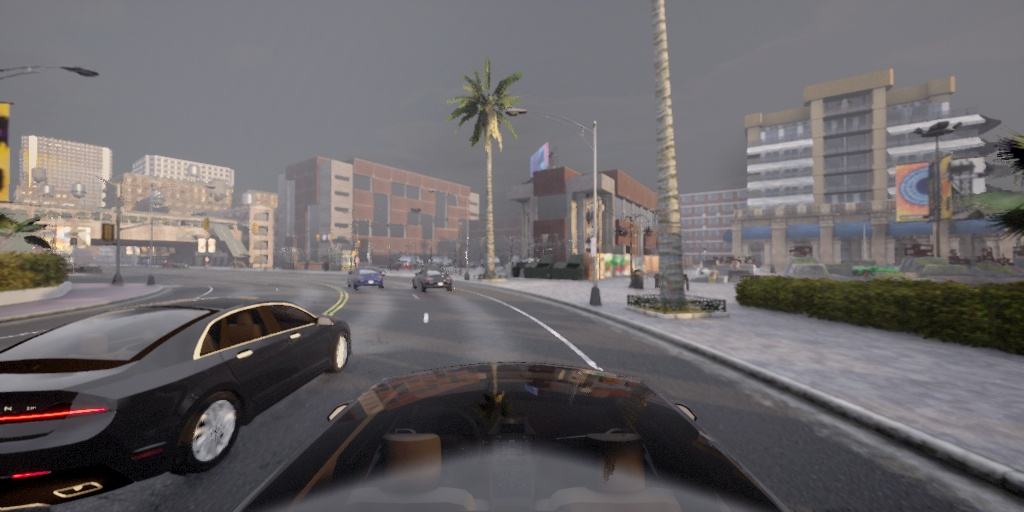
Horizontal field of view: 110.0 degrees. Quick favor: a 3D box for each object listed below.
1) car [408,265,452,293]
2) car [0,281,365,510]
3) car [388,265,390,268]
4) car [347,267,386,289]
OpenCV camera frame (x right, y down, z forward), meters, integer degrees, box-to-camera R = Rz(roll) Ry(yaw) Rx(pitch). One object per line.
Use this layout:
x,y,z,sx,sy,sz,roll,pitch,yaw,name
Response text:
-5.172,1.496,23.052,1.812,1.442,4.674,0,-1,-25,car
-3.804,1.292,4.758,1.837,1.490,4.892,0,0,-3,car
-14.482,1.708,35.788,4.718,1.301,1.895,-1,-1,44,car
-10.252,1.523,24.982,1.812,1.442,4.674,0,-1,-31,car
